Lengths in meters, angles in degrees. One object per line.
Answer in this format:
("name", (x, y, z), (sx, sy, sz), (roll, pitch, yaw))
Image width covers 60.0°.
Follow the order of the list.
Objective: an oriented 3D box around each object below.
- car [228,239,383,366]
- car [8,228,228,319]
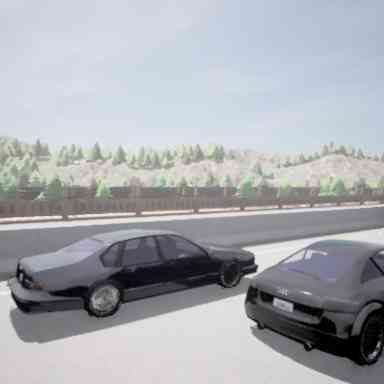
("car", (2.907, 1.538, 5.817), (4.181, 1.385, 1.994), (0, 0, -35))
("car", (-0.970, 1.532, 7.352), (5.357, 1.411, 2.033), (0, 0, -35))
